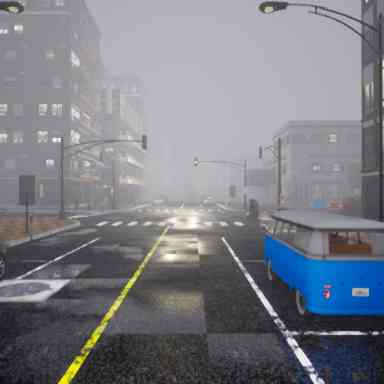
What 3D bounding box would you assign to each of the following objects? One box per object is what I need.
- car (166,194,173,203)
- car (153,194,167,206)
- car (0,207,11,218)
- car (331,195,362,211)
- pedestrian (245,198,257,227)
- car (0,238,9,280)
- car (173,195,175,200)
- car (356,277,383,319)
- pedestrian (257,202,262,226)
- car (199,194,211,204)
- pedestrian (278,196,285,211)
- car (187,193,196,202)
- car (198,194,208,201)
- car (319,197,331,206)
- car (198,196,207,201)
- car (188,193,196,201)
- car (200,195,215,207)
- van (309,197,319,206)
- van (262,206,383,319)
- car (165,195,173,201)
[{"bbox_3d":[-5.729,1.362,68.485,2.192,1.841,5.009,0,0,0],"label":"car"},{"bbox_3d":[-5.723,1.558,57.236,1.752,1.417,4.829,0,0,0],"label":"car"},{"bbox_3d":[-17.483,1.529,27.885,4.206,1.307,1.802,0,0,0],"label":"car"},{"bbox_3d":[14.905,1.353,27.986,5.009,1.841,2.192,0,0,0],"label":"car"},{"bbox_3d":[3.758,1.296,21.181,0.375,1.860,0.375,0,0,0],"label":"pedestrian"},{"bbox_3d":[-5.692,1.566,7.107,1.947,1.339,4.313,0,0,0],"label":"car"},{"bbox_3d":[-5.737,1.616,79.563,2.008,1.369,4.403,0,0,0],"label":"car"},{"bbox_3d":[2.659,1.582,1.397,1.802,1.307,4.206,0,0,0],"label":"car"},{"bbox_3d":[4.281,1.296,22.379,0.375,1.860,0.375,0,0,0],"label":"pedestrian"},{"bbox_3d":[2.651,1.362,68.491,2.192,1.841,5.009,0,0,0],"label":"car"},{"bbox_3d":[5.931,1.143,21.780,0.375,1.860,0.375,0,0,0],"label":"pedestrian"},{"bbox_3d":[-0.048,1.419,78.648,2.097,1.767,4.553,0,0,0],"label":"car"},{"bbox_3d":[2.654,1.621,62.952,1.802,1.307,4.206,0,0,0],"label":"car"},{"bbox_3d":[16.314,1.291,33.777,5.566,2.045,2.150,0,0,0],"label":"car"},{"bbox_3d":[2.640,1.627,85.108,2.008,1.369,4.403,0,0,0],"label":"car"},{"bbox_3d":[-0.054,1.197,88.711,2.150,2.045,5.566,0,0,0],"label":"car"},{"bbox_3d":[2.661,1.552,52.043,1.752,1.417,4.829,0,0,0],"label":"car"},{"bbox_3d":[14.877,1.419,36.365,3.998,1.788,1.690,0,0,0],"label":"van"},{"bbox_3d":[2.656,1.341,7.086,1.690,1.788,3.998,0,0,0],"label":"van"},{"bbox_3d":[-5.740,1.601,84.932,1.752,1.417,4.829,0,0,0],"label":"car"}]
